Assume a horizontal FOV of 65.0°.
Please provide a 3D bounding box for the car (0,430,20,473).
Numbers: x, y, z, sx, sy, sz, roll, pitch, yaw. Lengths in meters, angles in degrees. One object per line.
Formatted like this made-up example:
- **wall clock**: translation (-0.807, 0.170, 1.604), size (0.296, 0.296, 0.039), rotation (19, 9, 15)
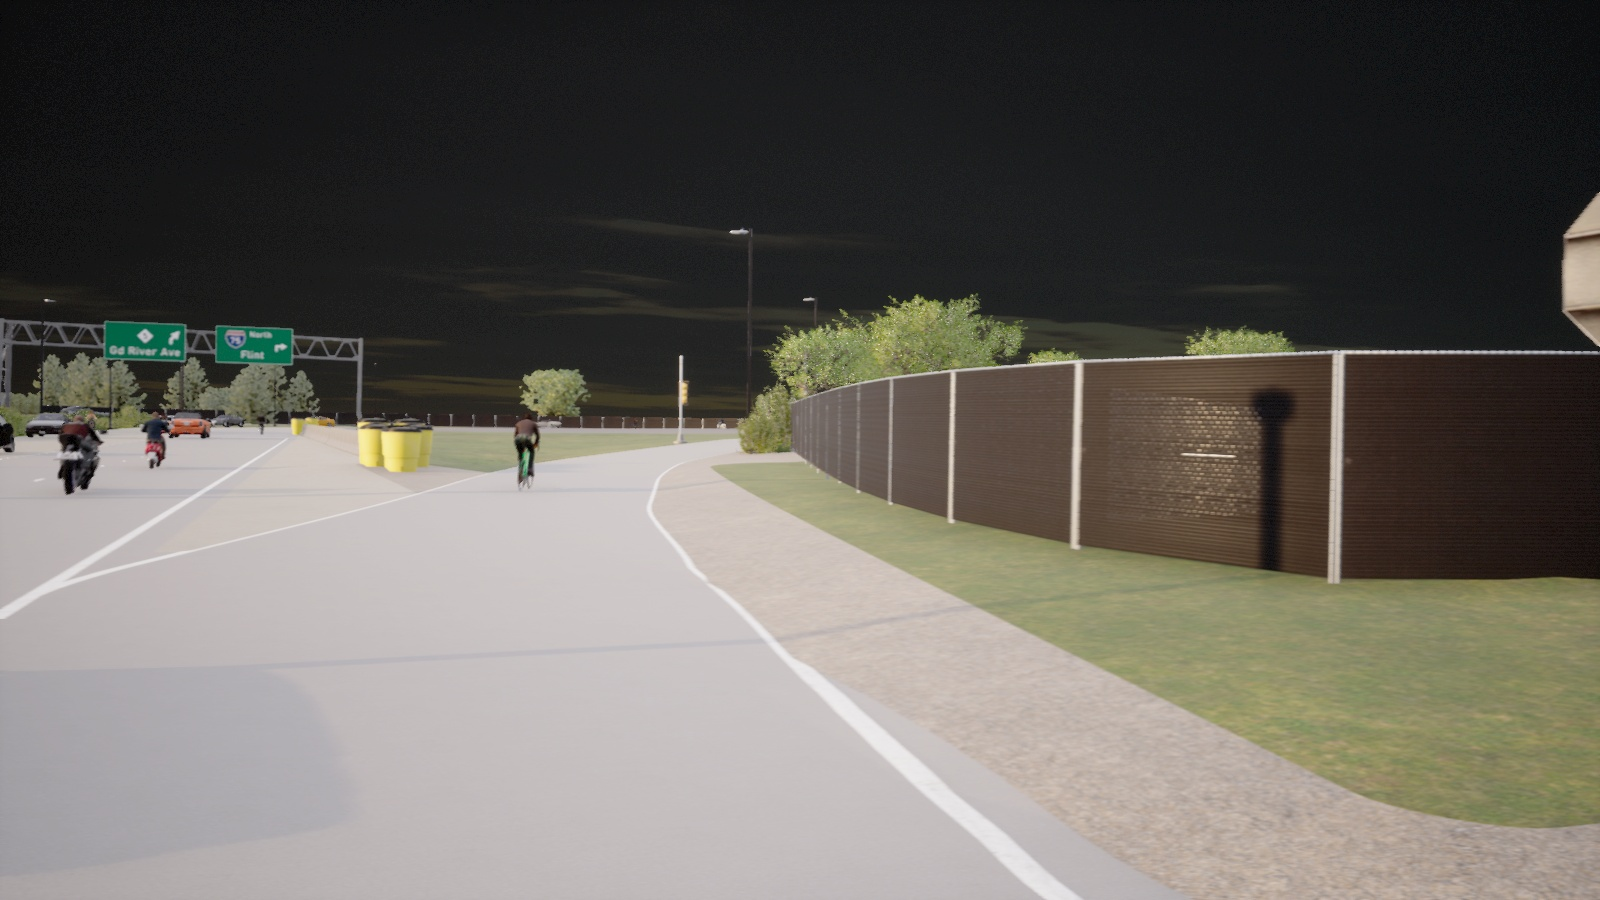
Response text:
- **car**: translation (-29.038, 0.046, 44.371), size (1.845, 1.501, 3.633), rotation (-1, 1, -21)

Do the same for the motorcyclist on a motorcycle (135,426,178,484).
- **motorcyclist on a motorcycle**: translation (-18.224, 0.122, 35.582), size (0.866, 1.590, 1.817), rotation (-1, 1, -21)

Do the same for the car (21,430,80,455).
- **car**: translation (-43.860, -0.469, 73.621), size (2.033, 1.411, 5.357), rotation (-1, 1, -21)

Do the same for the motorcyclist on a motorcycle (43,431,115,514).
- **motorcyclist on a motorcycle**: translation (-14.009, 0.405, 24.457), size (0.866, 1.530, 2.191), rotation (-1, 1, -21)

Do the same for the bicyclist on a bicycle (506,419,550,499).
- **bicyclist on a bicycle**: translation (-5.662, 0.167, 26.177), size (0.582, 1.620, 1.656), rotation (-1, 1, -2)

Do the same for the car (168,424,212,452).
- **car**: translation (-38.635, -0.788, 79.578), size (2.097, 1.767, 4.553), rotation (-1, 1, -21)
